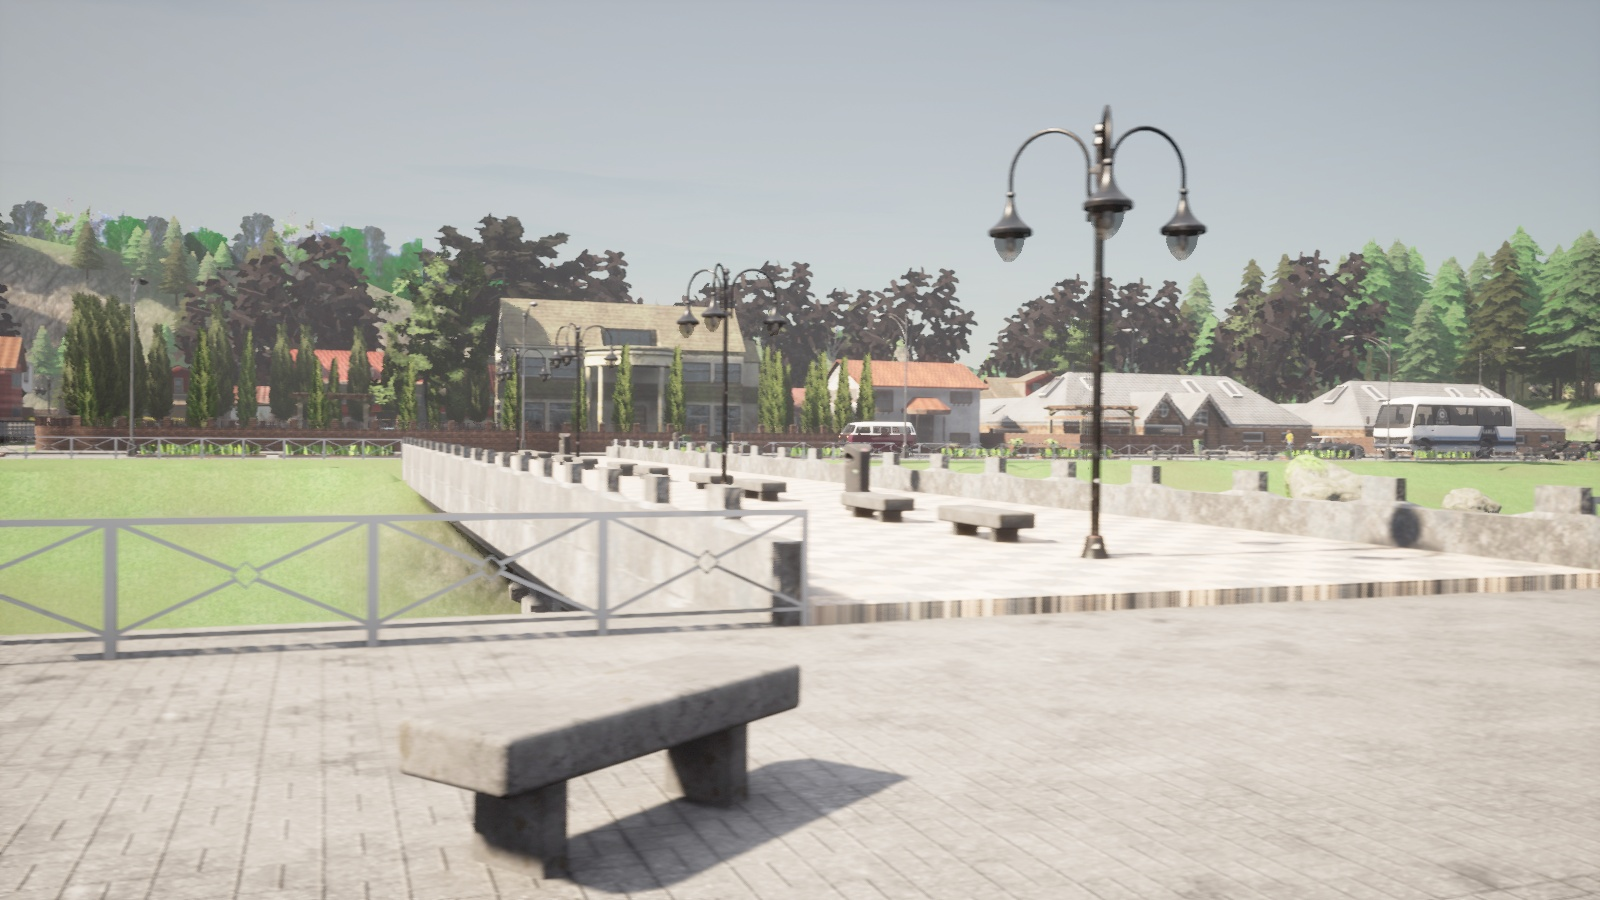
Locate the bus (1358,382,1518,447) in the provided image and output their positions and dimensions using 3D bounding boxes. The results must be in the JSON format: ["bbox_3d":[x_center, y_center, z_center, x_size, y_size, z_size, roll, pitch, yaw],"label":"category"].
[{"bbox_3d":[43.867,-2.458,86.371,10.273,4.253,3.944,-1,1,-21],"label":"bus"}]

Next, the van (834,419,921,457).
[{"bbox_3d":[4.423,-0.688,71.419,4.480,2.038,2.069,-1,1,-21],"label":"van"}]

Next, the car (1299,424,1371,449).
[{"bbox_3d":[33.244,-0.866,78.078,3.806,1.475,1.970,-1,1,-21],"label":"car"}]
